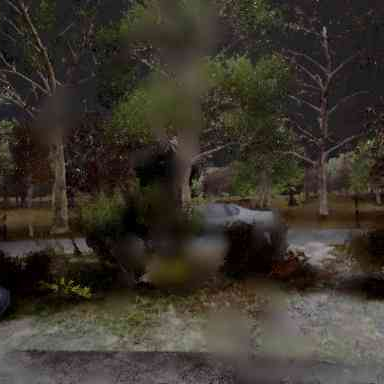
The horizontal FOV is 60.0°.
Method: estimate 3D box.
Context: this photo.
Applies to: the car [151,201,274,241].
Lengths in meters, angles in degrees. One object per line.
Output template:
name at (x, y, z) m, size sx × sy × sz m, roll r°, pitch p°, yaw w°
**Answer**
car at (0.363, 1.055, 12.187) m, size 5.357 × 1.411 × 2.033 m, roll -3°, pitch 0°, yaw 5°
